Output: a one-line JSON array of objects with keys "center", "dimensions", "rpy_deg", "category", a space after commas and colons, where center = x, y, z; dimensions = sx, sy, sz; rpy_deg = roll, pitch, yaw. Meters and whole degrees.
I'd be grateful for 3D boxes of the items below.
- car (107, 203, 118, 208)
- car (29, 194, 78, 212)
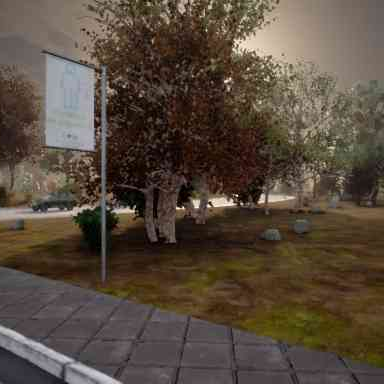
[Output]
[{"center": [-10.155, 1.462, 48.182], "dimensions": [1.837, 1.490, 4.892], "rpy_deg": [0, 0, 37], "category": "car"}, {"center": [-16.546, 1.212, 39.955], "dimensions": [2.150, 2.045, 5.566], "rpy_deg": [0, 0, 38], "category": "car"}]
